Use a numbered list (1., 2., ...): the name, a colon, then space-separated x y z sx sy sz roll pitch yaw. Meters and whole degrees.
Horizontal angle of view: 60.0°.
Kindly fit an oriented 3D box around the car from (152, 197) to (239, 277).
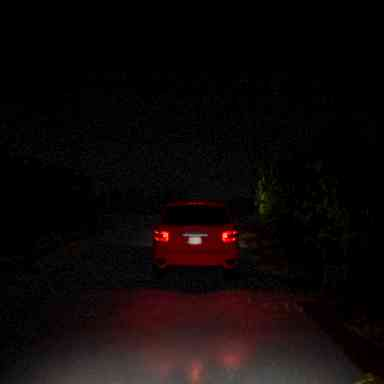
1. car: 0.162 1.166 10.181 2.150 2.045 5.566 0 0 2
